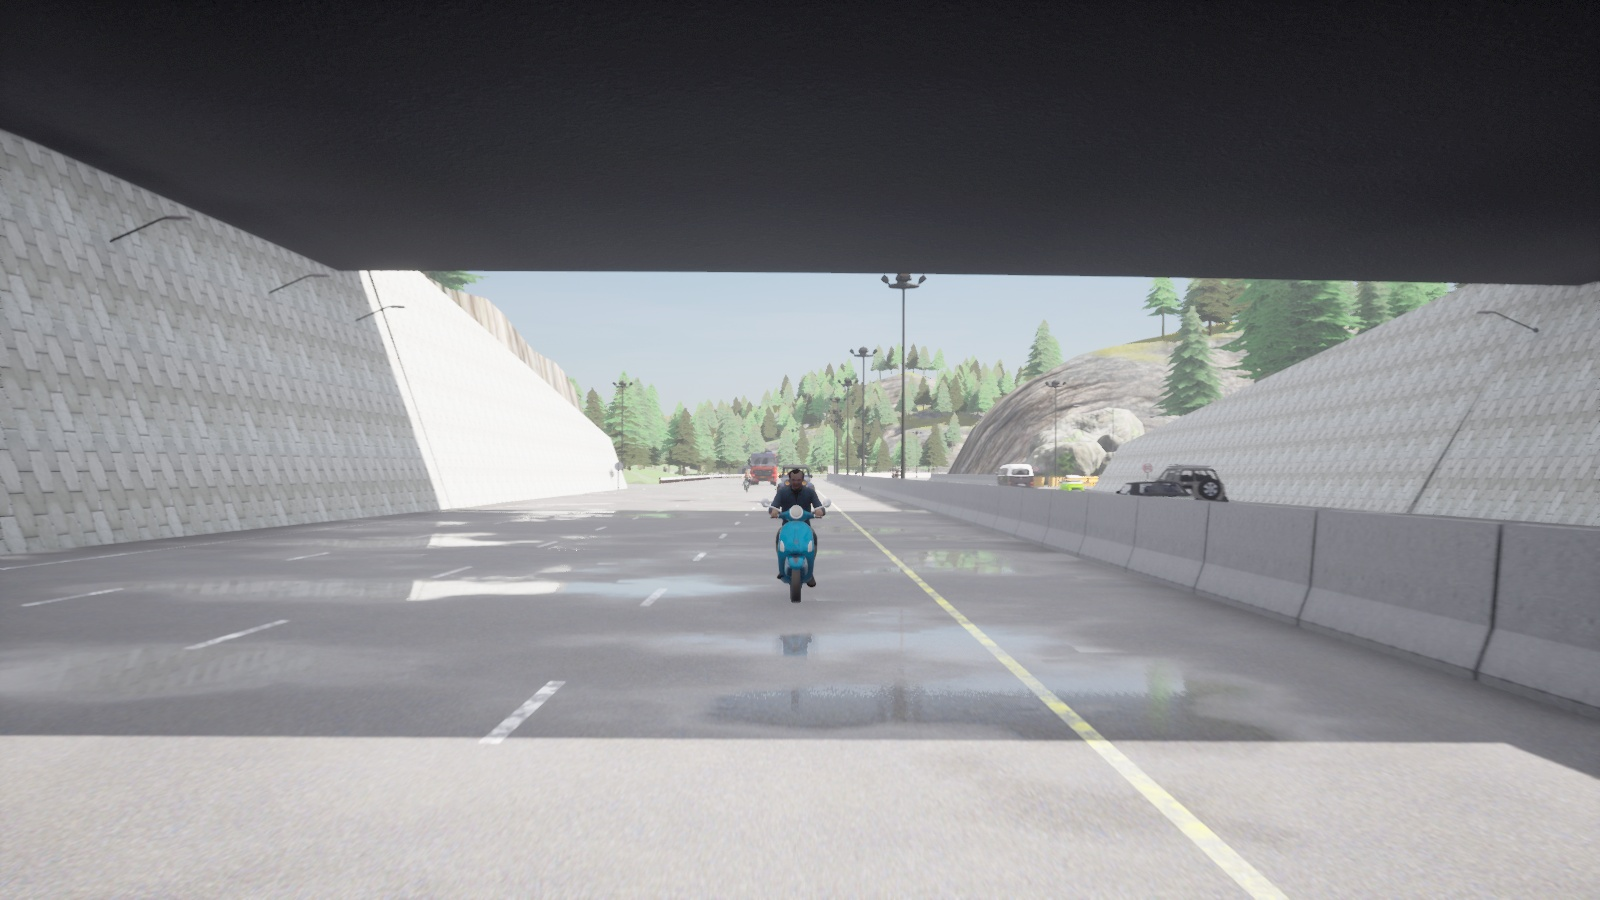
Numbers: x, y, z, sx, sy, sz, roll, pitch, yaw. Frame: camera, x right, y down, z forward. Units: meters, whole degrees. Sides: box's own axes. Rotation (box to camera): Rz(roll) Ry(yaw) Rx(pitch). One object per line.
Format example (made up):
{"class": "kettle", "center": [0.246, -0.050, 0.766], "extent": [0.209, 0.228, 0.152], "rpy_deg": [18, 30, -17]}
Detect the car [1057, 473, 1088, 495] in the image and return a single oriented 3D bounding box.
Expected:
{"class": "car", "center": [17.249, 2.134, 79.653], "extent": [1.481, 1.376, 2.207], "rpy_deg": [0, -1, 0]}

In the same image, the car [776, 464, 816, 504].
{"class": "car", "center": [-0.189, 1.643, 61.623], "extent": [1.905, 1.878, 3.866], "rpy_deg": [0, -1, 0]}

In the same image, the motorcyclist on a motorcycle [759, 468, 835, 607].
{"class": "motorcyclist on a motorcycle", "center": [-0.038, 1.027, 15.474], "extent": [0.866, 1.590, 1.817], "rpy_deg": [0, -1, 0]}

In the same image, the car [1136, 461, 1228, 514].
{"class": "car", "center": [13.868, 1.344, 45.875], "extent": [1.932, 1.855, 4.605], "rpy_deg": [0, -1, 0]}

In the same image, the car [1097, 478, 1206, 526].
{"class": "car", "center": [10.398, 1.502, 37.531], "extent": [1.895, 1.301, 4.718], "rpy_deg": [0, -1, 0]}

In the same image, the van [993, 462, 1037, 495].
{"class": "van", "center": [13.744, 1.830, 80.489], "extent": [2.069, 2.038, 4.480], "rpy_deg": [0, -1, 0]}
